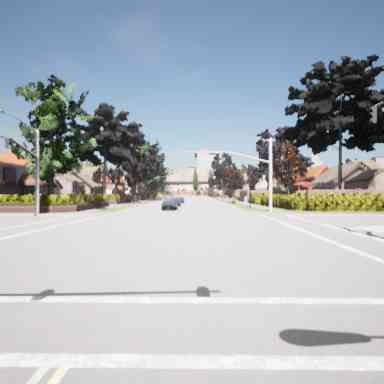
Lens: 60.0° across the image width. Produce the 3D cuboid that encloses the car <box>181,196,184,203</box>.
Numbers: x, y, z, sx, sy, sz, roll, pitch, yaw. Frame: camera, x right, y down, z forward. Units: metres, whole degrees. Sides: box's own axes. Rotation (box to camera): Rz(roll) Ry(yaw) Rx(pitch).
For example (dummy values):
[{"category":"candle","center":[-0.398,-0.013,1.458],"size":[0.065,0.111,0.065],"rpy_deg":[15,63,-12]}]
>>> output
[{"category":"car","center":[-2.735,1.589,53.750],"size":[2.033,1.411,5.357],"rpy_deg":[0,0,1]}]

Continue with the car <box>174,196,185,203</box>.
[{"category":"car","center":[-2.530,1.602,69.367],"size":[2.033,1.411,5.357],"rpy_deg":[0,0,0]}]

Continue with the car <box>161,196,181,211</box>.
[{"category":"car","center":[-2.827,1.581,42.646],"size":[2.033,1.411,5.357],"rpy_deg":[0,0,1]}]
